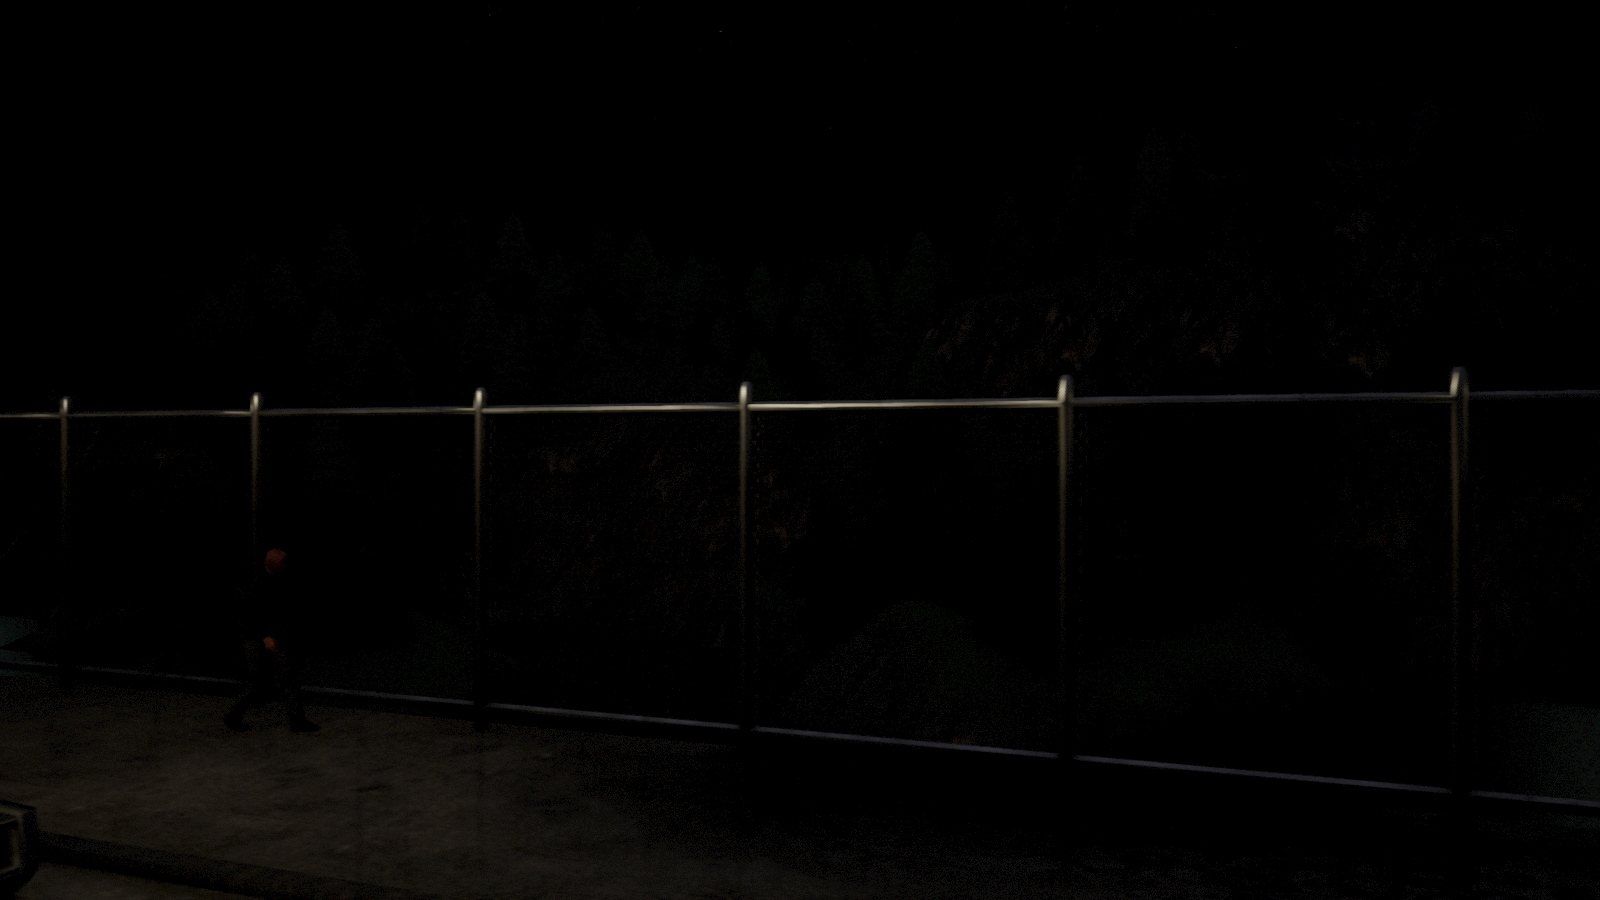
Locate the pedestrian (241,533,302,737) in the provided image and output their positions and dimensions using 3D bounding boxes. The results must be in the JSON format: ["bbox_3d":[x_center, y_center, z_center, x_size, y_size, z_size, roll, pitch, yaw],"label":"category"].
[{"bbox_3d":[-5.006,1.738,10.830,0.375,1.860,0.375,0,0,11],"label":"pedestrian"}]

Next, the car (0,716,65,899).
[{"bbox_3d":[-6.581,2.148,6.190,4.718,1.301,1.895,0,0,20],"label":"car"}]
